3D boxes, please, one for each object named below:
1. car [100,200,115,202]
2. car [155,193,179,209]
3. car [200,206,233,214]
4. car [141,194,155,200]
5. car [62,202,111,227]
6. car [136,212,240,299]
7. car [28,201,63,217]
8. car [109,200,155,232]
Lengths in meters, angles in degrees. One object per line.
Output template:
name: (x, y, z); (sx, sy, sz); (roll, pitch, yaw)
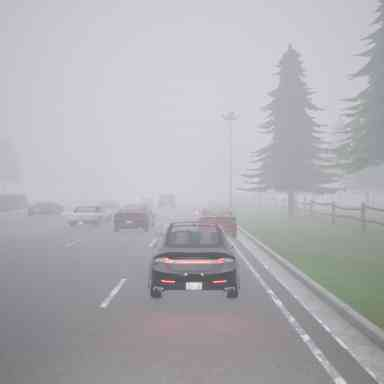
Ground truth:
car: (-10.378, 1.601, 41.408); (1.895, 1.301, 4.718); (0, 0, 0)
car: (-3.374, 1.221, 46.183); (2.150, 2.045, 5.566); (0, 0, 0)
car: (1.234, 1.478, 17.799); (1.882, 1.535, 5.008); (0, 0, 0)
car: (-6.872, 1.492, 51.390); (2.128, 1.511, 4.902); (0, 0, 0)
car: (-6.888, 1.601, 22.872); (1.895, 1.301, 4.718); (0, 0, 0)
car: (0.057, 1.492, 8.457); (2.128, 1.511, 4.902); (0, 0, 0)
car: (-13.882, 1.564, 31.866); (1.994, 1.385, 4.181); (0, 0, 0)
car: (-3.389, 1.477, 20.296); (1.882, 1.535, 5.008); (0, 0, 0)
